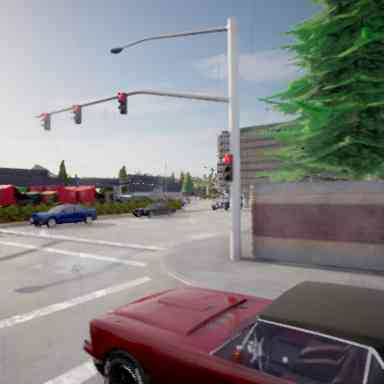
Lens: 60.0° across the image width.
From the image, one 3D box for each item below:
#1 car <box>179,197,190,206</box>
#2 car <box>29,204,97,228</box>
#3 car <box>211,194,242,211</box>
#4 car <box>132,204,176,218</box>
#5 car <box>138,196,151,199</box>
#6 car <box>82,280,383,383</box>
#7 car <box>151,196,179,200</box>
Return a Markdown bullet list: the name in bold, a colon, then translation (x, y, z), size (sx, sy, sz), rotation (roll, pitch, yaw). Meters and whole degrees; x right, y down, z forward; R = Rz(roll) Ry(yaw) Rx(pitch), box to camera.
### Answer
- **car**: translation (-2.341, 1.976, 72.450), size (3.806, 1.475, 1.970), rotation (-1, -1, 35)
- **car**: translation (-9.402, 1.710, 24.616), size (1.882, 1.535, 5.008), rotation (-1, -1, 35)
- **car**: translation (4.750, 1.460, 44.771), size (2.150, 2.045, 5.566), rotation (-1, -1, 35)
- **car**: translation (-3.681, 1.835, 32.758), size (1.895, 1.301, 4.718), rotation (-1, -1, 35)
- **car**: translation (-11.299, 2.175, 85.906), size (3.806, 1.475, 1.970), rotation (-1, -1, 35)
- **car**: translation (1.063, 1.613, 3.232), size (4.718, 1.301, 1.895), rotation (-1, -1, 36)
- **car**: translation (-5.538, 1.733, 67.878), size (4.605, 1.855, 1.932), rotation (-1, -1, 35)
